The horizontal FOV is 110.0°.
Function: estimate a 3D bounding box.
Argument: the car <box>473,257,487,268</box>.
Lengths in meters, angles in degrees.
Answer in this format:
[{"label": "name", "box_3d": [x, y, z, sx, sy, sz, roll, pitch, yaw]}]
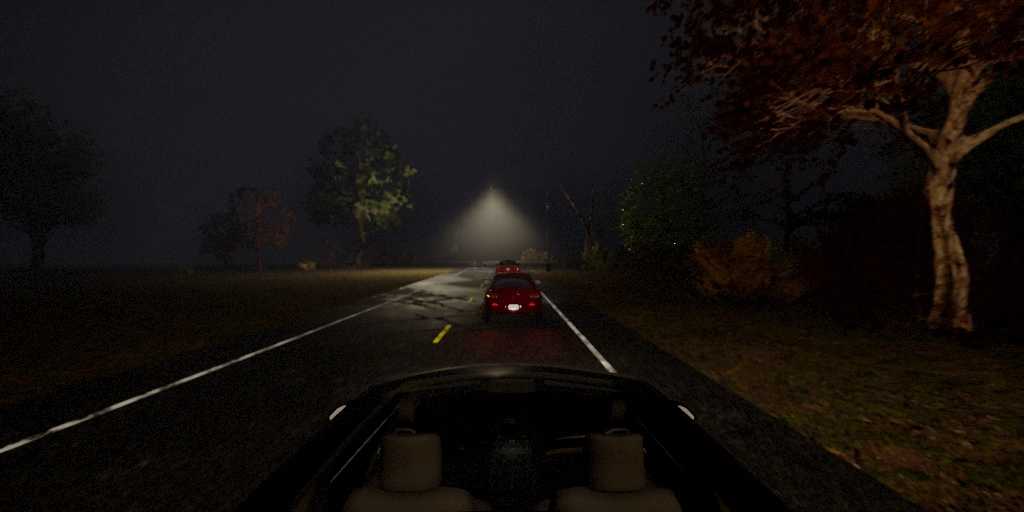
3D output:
[{"label": "car", "box_3d": [-5.326, 1.038, 60.173, 2.097, 1.767, 4.553, 0, 0, -3]}]

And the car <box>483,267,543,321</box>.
[{"label": "car", "box_3d": [0.020, 1.272, 12.367, 1.812, 1.442, 4.674, 0, 0, -1]}]

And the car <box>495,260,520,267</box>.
[{"label": "car", "box_3d": [-0.374, 1.083, 31.021, 2.097, 1.767, 4.553, 0, 0, -2]}]
